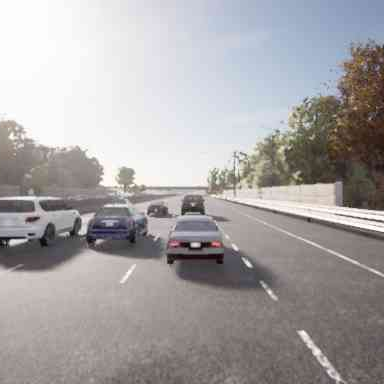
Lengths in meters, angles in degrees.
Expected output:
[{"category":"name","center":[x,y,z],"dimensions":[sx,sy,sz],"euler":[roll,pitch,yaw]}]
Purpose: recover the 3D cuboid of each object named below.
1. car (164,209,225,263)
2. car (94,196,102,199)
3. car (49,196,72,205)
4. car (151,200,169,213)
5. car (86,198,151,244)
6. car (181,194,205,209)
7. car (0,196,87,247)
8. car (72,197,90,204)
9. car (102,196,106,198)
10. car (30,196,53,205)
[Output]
[{"category":"car","center":[0.096,1.547,11.926],"dimensions":[2.033,1.411,5.357],"euler":[0,0,0]},{"category":"car","center":[-17.515,1.531,63.764],"dimensions":[2.128,1.511,4.902],"euler":[0,0,0]},{"category":"car","center":[-24.510,1.575,62.216],"dimensions":[2.033,1.411,5.357],"euler":[0,0,0]},{"category":"car","center":[-3.405,1.536,33.657],"dimensions":[1.812,1.442,4.674],"euler":[0,0,0]},{"category":"car","center":[-3.402,1.352,15.873],"dimensions":[2.097,1.767,4.553],"euler":[0,0,0]},{"category":"car","center":[0.095,1.231,31.794],"dimensions":[2.150,2.045,5.566],"euler":[0,0,0]},{"category":"car","center":[-6.905,1.221,15.208],"dimensions":[2.150,2.045,5.566],"euler":[0,0,0]},{"category":"car","center":[-21.014,1.591,63.131],"dimensions":[1.994,1.385,4.181],"euler":[0,0,0]},{"category":"car","center":[-6.905,1.361,32.335],"dimensions":[2.097,1.767,4.553],"euler":[0,0,0]},{"category":"car","center":[-28.011,1.546,62.155],"dimensions":[2.128,1.511,4.902],"euler":[0,0,0]}]
